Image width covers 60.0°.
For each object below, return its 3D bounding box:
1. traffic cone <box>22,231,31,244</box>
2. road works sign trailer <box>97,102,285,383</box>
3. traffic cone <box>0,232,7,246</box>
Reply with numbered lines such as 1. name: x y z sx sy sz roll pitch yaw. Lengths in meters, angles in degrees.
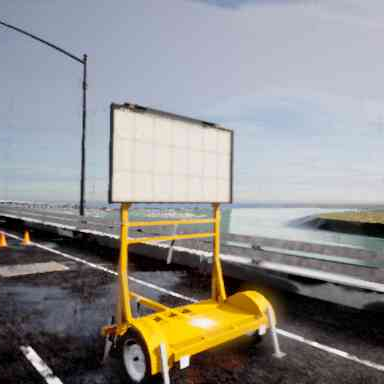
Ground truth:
1. traffic cone: -7.930 2.178 15.932 0.340 0.580 0.340 2 -2 -42
2. road works sign trailer: -0.363 0.584 5.269 2.380 3.560 2.880 2 -2 -42
3. traffic cone: -8.675 2.150 15.266 0.340 0.580 0.340 2 -2 -42
